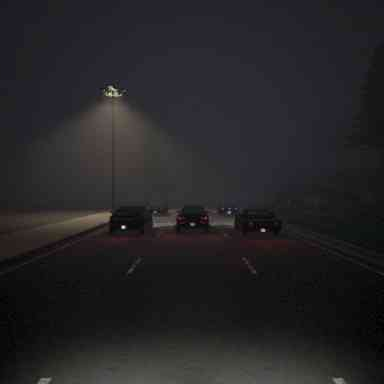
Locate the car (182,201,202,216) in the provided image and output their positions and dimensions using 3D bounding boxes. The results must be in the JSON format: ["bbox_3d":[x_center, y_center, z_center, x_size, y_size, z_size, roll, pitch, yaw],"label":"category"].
[{"bbox_3d":[0.063,1.601,33.639,1.895,1.301,4.718,0,0,1],"label":"car"}]

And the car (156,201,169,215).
[{"bbox_3d":[-3.437,1.601,33.639,1.895,1.301,4.718,0,0,1],"label":"car"}]

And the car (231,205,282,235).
[{"bbox_3d":[3.540,1.601,18.631,1.895,1.301,4.718,0,0,0],"label":"car"}]

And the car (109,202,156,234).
[{"bbox_3d":[-3.455,1.506,19.281,1.837,1.490,4.892,0,0,0],"label":"car"}]

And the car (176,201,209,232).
[{"bbox_3d":[0.050,1.525,19.895,1.812,1.442,4.674,0,0,0],"label":"car"}]

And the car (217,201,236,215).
[{"bbox_3d":[3.563,1.601,33.632,1.895,1.301,4.718,0,0,1],"label":"car"}]
